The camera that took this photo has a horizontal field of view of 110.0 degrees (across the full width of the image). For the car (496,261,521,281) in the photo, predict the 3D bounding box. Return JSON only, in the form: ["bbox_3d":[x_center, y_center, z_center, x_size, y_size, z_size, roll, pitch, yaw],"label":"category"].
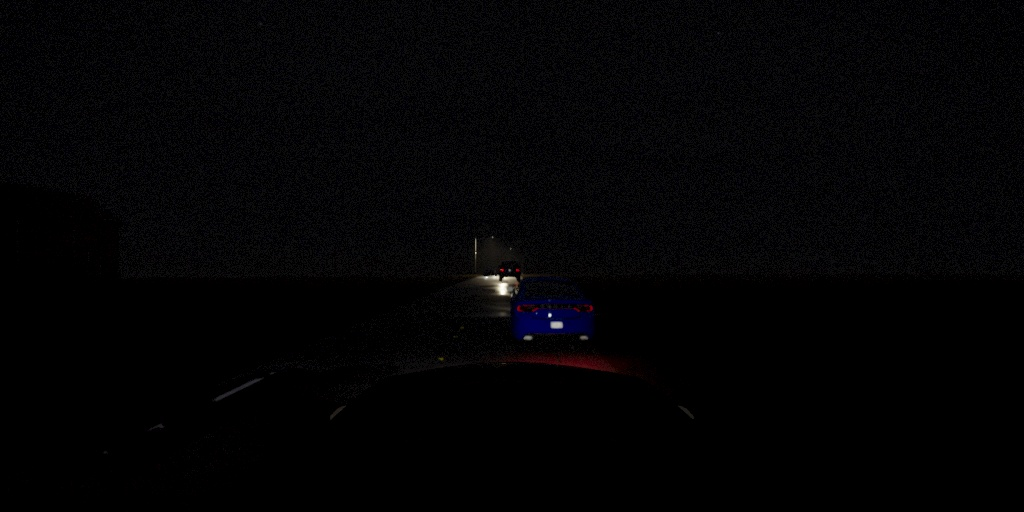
[{"bbox_3d":[-0.240,1.594,37.850,2.150,2.045,5.566,0,-2,0],"label":"car"}]

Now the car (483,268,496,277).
[{"bbox_3d":[-3.206,2.444,53.820,1.994,1.385,4.181,0,-2,-1],"label":"car"}]

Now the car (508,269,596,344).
[{"bbox_3d":[0.896,1.288,9.814,1.882,1.535,5.008,0,-1,-1],"label":"car"}]
